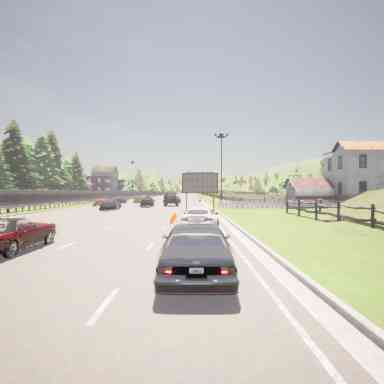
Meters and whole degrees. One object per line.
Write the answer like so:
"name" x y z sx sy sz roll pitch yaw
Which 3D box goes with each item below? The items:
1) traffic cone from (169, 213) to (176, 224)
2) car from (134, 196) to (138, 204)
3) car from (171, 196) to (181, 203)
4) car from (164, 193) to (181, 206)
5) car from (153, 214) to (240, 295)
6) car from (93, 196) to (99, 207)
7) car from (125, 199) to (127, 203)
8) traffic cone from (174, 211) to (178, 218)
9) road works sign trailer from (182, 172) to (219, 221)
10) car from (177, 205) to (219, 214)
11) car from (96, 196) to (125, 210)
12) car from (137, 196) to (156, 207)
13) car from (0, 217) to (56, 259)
"traffic cone" -1.449 1.955 23.203 0.340 0.580 0.340 0 0 0
"car" -10.293 1.478 66.015 1.882 1.535 5.008 0 -1 0
"car" -3.287 1.564 68.600 1.994 1.385 4.181 0 0 0
"car" -3.312 1.221 53.385 2.150 2.045 5.566 0 0 0
"car" 0.112 1.547 8.846 2.033 1.411 5.357 0 0 1
"car" -13.816 1.352 51.820 2.097 1.767 4.553 0 0 0
"car" -13.795 1.526 63.764 1.812 1.442 4.674 0 0 0
"traffic cone" -1.446 1.955 25.203 0.340 0.580 0.340 0 0 0
"road works sign trailer" 0.525 0.464 22.084 2.380 3.560 2.880 0 0 -3
"car" 0.463 1.541 18.470 1.812 1.442 4.674 -1 -1 7
"car" -10.329 1.563 42.433 1.994 1.385 4.181 0 0 0
"car" -6.815 1.505 51.661 1.837 1.490 4.892 0 0 0
"car" -6.878 1.601 12.482 1.895 1.301 4.718 0 0 0
